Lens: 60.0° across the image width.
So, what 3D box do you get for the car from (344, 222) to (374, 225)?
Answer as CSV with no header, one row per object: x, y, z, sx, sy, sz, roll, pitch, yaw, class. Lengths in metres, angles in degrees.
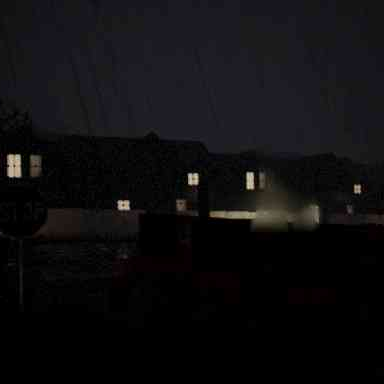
11.431,2.753,23.165,4.718,1.301,1.895,2,-2,-22,car
